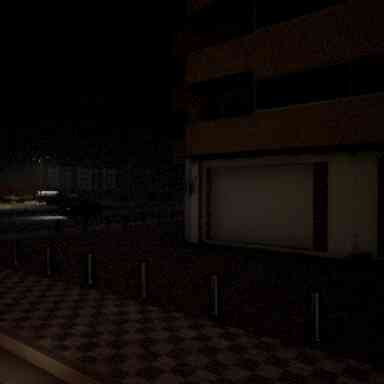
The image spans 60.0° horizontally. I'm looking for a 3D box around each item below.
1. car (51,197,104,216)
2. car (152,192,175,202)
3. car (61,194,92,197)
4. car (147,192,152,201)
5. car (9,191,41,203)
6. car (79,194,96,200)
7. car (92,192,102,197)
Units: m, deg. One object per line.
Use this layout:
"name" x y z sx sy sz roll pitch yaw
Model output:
"car" -10.527 1.484 31.746 1.812 1.442 4.674 0 0 35
"car" -5.585 1.048 69.183 1.932 1.855 4.605 0 0 35
"car" -20.212 1.270 58.201 1.970 1.475 3.806 0 0 35
"car" -7.916 1.040 70.899 1.905 1.878 3.866 0 0 35
"car" -34.059 0.967 67.885 1.932 1.855 4.605 0 0 35
"car" -26.317 1.198 83.882 1.970 1.475 3.806 0 0 35
"car" -23.959 0.970 82.200 1.905 1.878 3.866 0 0 35
